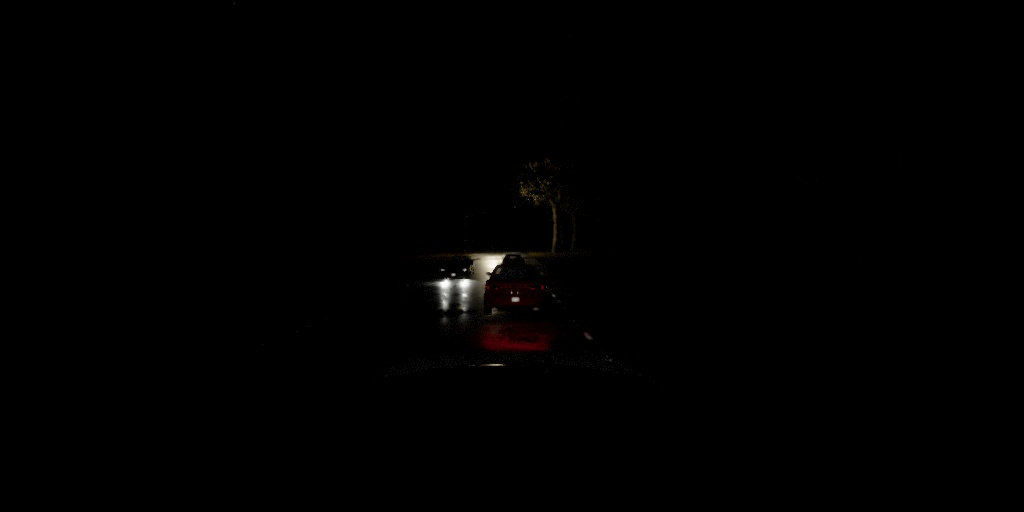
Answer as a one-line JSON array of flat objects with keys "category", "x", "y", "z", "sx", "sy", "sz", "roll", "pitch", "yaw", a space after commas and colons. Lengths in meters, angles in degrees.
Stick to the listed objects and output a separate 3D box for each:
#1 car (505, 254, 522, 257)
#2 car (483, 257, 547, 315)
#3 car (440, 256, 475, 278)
[{"category": "car", "x": 0.093, "y": 0.526, "z": 29.570, "sx": 2.033, "sy": 1.411, "sz": 5.357, "roll": 0, "pitch": 2, "yaw": 0}, {"category": "car", "x": 0.095, "y": 0.970, "z": 12.320, "sx": 1.882, "sy": 1.535, "sz": 5.008, "roll": 0, "pitch": 2, "yaw": 0}, {"category": "car", "x": -3.603, "y": 0.687, "z": 24.692, "sx": 2.033, "sy": 1.411, "sz": 5.357, "roll": 0, "pitch": 2, "yaw": 0}]
